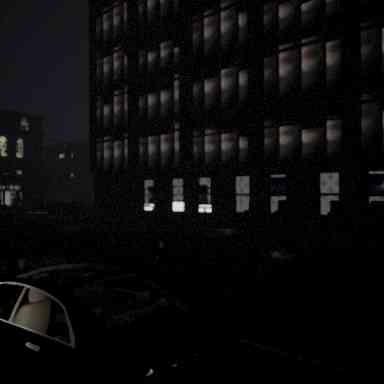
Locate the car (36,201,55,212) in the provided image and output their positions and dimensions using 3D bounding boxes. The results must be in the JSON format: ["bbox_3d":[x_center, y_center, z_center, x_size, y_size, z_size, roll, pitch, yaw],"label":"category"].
[{"bbox_3d":[-17.231,1.753,41.628,1.994,1.385,4.181,0,-1,36],"label":"car"}]

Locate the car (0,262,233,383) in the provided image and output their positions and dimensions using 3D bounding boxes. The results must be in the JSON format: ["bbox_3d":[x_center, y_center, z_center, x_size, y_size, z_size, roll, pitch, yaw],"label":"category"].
[{"bbox_3d":[-1.641,1.556,4.048,4.403,1.369,2.008,0,0,35],"label":"car"}]

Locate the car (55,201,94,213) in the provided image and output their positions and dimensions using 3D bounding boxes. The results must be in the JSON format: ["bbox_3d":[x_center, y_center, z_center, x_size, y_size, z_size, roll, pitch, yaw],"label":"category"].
[{"bbox_3d":[-12.848,1.729,37.764,1.802,1.307,4.206,-1,-1,36],"label":"car"}]
